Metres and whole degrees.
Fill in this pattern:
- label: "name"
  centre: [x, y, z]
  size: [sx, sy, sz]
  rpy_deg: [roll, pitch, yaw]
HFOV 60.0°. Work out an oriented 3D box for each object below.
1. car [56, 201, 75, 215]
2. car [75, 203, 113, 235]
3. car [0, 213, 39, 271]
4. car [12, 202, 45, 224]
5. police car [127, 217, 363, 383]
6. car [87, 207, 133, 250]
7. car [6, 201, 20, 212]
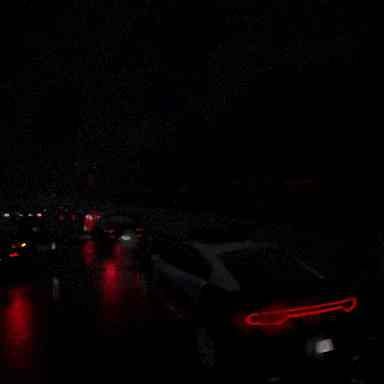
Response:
- label: "car"
  centre: [-15.519, 1.979, 40.996]
  size: [1.812, 1.442, 4.674]
  rpy_deg: [0, -1, -22]
- label: "car"
  centre: [-5.801, 1.536, 20.565]
  size: [2.097, 1.767, 4.553]
  rpy_deg: [0, -1, -23]
- label: "car"
  centre: [-6.116, 1.612, 10.762]
  size: [1.812, 1.442, 4.674]
  rpy_deg: [0, -1, -23]
- label: "car"
  centre: [-13.203, 1.831, 27.426]
  size: [2.033, 1.411, 5.357]
  rpy_deg: [0, -1, -23]
- label: "police car"
  centre: [0.415, 1.472, 5.971]
  size: [1.930, 1.638, 5.238]
  rpy_deg: [0, 0, -23]
- label: "car"
  centre: [-3.460, 1.649, 15.070]
  size: [1.812, 1.442, 4.674]
  rpy_deg: [0, -1, -23]
- label: "car"
  centre: [-26.065, 2.051, 48.866]
  size: [1.882, 1.535, 5.008]
  rpy_deg: [0, -1, -23]
